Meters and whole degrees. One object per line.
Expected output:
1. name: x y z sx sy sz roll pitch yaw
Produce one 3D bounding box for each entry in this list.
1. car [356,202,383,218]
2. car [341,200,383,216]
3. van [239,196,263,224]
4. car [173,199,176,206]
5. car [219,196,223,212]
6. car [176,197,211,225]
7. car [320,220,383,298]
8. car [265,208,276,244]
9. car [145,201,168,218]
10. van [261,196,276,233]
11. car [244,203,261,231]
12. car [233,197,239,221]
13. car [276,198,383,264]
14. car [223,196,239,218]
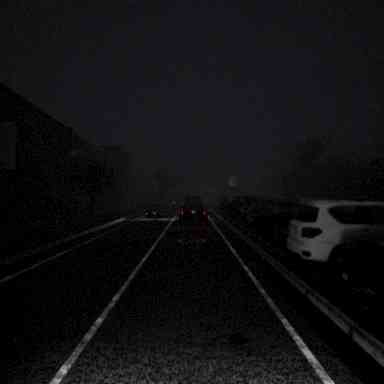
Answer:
1. car: 18.668 1.684 32.180 4.674 1.452 2.002 0 -1 0
2. car: 18.672 1.669 34.967 5.008 1.535 2.097 0 -1 0
3. van: 5.475 1.343 20.963 4.442 1.987 1.878 0 0 0
4. car: -3.268 2.248 73.562 1.837 1.490 4.892 0 -1 0
5. car: 5.615 1.418 34.978 5.566 2.045 2.435 0 -1 0
6. car: 0.093 1.483 25.734 2.097 1.767 4.553 0 0 0
7. car: 5.607 1.497 6.941 4.892 1.521 2.231 0 0 0
8. car: 5.597 1.525 12.552 5.008 1.535 2.097 0 0 0
9. car: -3.355 1.670 32.050 1.837 1.490 4.892 0 0 0
10. van: 5.714 1.314 15.357 4.442 1.987 1.878 0 0 0
11. car: 5.588 1.555 18.158 4.892 1.521 2.231 0 0 0
12. car: 5.557 1.458 23.767 4.553 1.767 2.185 0 0 0
13. car: 5.635 1.259 9.750 5.566 2.045 2.435 0 0 0
14. car: 5.616 1.350 26.568 5.566 2.045 2.435 0 0 0
